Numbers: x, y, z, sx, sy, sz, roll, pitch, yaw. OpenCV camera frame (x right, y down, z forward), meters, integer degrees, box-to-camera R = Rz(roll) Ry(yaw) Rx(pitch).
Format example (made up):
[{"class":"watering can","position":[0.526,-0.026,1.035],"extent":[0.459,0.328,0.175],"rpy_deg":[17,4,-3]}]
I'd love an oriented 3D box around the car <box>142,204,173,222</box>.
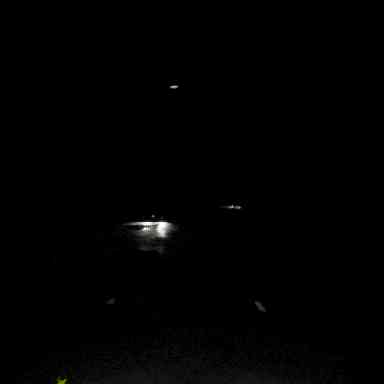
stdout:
[{"class":"car","position":[-2.839,1.722,28.052],"extent":[1.994,1.385,4.181],"rpy_deg":[0,0,6]}]

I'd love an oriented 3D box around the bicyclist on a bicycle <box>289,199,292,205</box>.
[{"class":"bicyclist on a bicycle","position":[24.329,2.507,82.386],"extent":[0.582,1.620,1.656],"rpy_deg":[3,1,40]}]

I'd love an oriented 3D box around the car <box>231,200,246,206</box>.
[{"class":"car","position":[9.432,2.187,67.313],"extent":[1.895,1.301,4.718],"rpy_deg":[2,0,27]}]

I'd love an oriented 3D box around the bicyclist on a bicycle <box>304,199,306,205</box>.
[{"class":"bicyclist on a bicycle","position":[30.277,2.654,88.872],"extent":[1.509,1.612,0.866],"rpy_deg":[1,2,-45]}]
